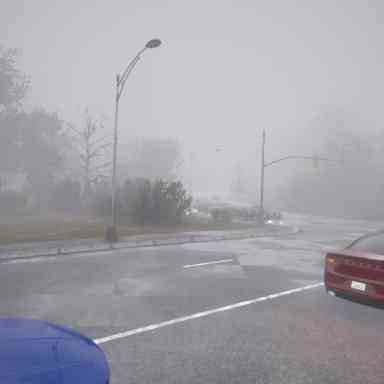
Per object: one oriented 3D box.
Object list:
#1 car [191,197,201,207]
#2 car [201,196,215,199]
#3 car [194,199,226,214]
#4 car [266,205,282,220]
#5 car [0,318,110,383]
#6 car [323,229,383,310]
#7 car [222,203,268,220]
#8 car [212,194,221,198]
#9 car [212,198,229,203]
[{"bbox_3d":[-0.651,1.703,52.351,2.128,1.511,4.902,2,1,-15],"label":"car"},{"bbox_3d":[1.916,1.730,56.505,1.837,1.490,4.892,2,2,-12],"label":"car"},{"bbox_3d":[2.260,2.035,42.791,1.994,1.385,4.181,3,0,-19],"label":"car"},{"bbox_3d":[8.107,2.215,37.267,1.837,1.490,4.892,3,-1,-21],"label":"car"},{"bbox_3d":[-2.889,1.478,1.681,5.008,1.535,1.882,0,0,-36],"label":"car"},{"bbox_3d":[4.969,1.555,7.324,5.008,1.535,1.882,1,-1,-35],"label":"car"},{"bbox_3d":[5.418,2.170,34.592,1.895,1.301,4.718,3,-1,-23],"label":"car"},{"bbox_3d":[5.863,1.106,79.152,2.033,1.411,5.357,2,2,-1],"label":"car"},{"bbox_3d":[4.631,2.104,46.478,2.033,1.411,5.357,3,1,-18],"label":"car"}]
